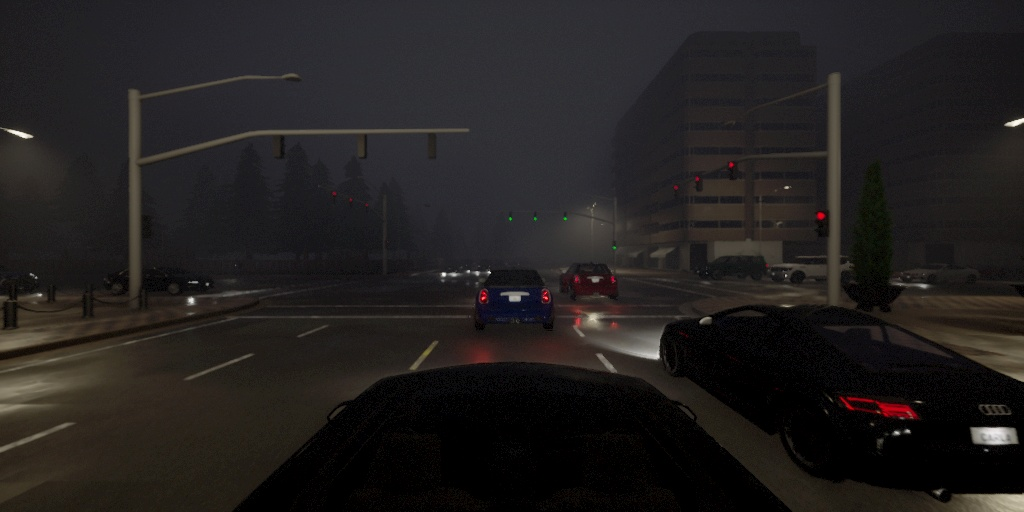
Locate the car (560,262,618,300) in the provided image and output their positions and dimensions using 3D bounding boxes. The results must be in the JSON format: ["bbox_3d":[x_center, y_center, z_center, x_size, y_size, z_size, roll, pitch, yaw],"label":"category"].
[{"bbox_3d":[3.597,1.074,17.578,2.097,1.767,4.553,0,0,0],"label":"car"}]

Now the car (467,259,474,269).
[{"bbox_3d":[-6.337,1.150,51.063,1.837,1.490,4.892,0,0,7],"label":"car"}]

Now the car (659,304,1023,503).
[{"bbox_3d":[3.602,1.308,4.692,1.994,1.385,4.181,0,0,0],"label":"car"}]

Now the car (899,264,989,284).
[{"bbox_3d":[31.755,1.279,26.638,4.674,1.442,1.812,0,0,0],"label":"car"}]

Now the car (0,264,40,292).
[{"bbox_3d":[-28.434,1.120,19.112,4.553,1.767,2.097,0,0,0],"label":"car"}]

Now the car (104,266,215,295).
[{"bbox_3d":[-18.714,1.273,19.165,4.892,1.490,1.837,0,0,0],"label":"car"}]

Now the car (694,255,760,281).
[{"bbox_3d":[18.365,0.968,30.067,5.566,2.045,2.150,0,0,0],"label":"car"}]

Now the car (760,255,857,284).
[{"bbox_3d":[22.117,0.975,26.588,5.566,2.045,2.150,0,0,0],"label":"car"}]

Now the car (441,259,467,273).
[{"bbox_3d":[-6.936,1.228,42.174,1.994,1.385,4.181,0,0,2],"label":"car"}]

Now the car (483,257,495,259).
[{"bbox_3d":[-3.301,1.162,45.844,1.837,1.490,4.892,0,0,3],"label":"car"}]

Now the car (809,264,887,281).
[{"bbox_3d":[28.124,1.347,30.121,4.718,1.301,1.895,0,0,0],"label":"car"}]

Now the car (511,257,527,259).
[{"bbox_3d":[1.391,0.968,65.126,2.097,1.767,4.553,0,0,27],"label":"car"}]

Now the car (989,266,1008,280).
[{"bbox_3d":[38.170,1.347,30.168,4.718,1.301,1.895,0,0,0],"label":"car"}]

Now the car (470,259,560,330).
[{"bbox_3d":[0.010,1.082,11.152,2.097,1.767,4.553,0,0,-2],"label":"car"}]

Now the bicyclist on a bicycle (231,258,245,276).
[{"bbox_3d":[-25.674,1.038,33.609,0.582,1.620,1.656,0,0,0],"label":"bicyclist on a bicycle"}]

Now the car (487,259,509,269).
[{"bbox_3d":[-2.121,1.184,55.554,2.033,1.411,5.357,0,0,13],"label":"car"}]
